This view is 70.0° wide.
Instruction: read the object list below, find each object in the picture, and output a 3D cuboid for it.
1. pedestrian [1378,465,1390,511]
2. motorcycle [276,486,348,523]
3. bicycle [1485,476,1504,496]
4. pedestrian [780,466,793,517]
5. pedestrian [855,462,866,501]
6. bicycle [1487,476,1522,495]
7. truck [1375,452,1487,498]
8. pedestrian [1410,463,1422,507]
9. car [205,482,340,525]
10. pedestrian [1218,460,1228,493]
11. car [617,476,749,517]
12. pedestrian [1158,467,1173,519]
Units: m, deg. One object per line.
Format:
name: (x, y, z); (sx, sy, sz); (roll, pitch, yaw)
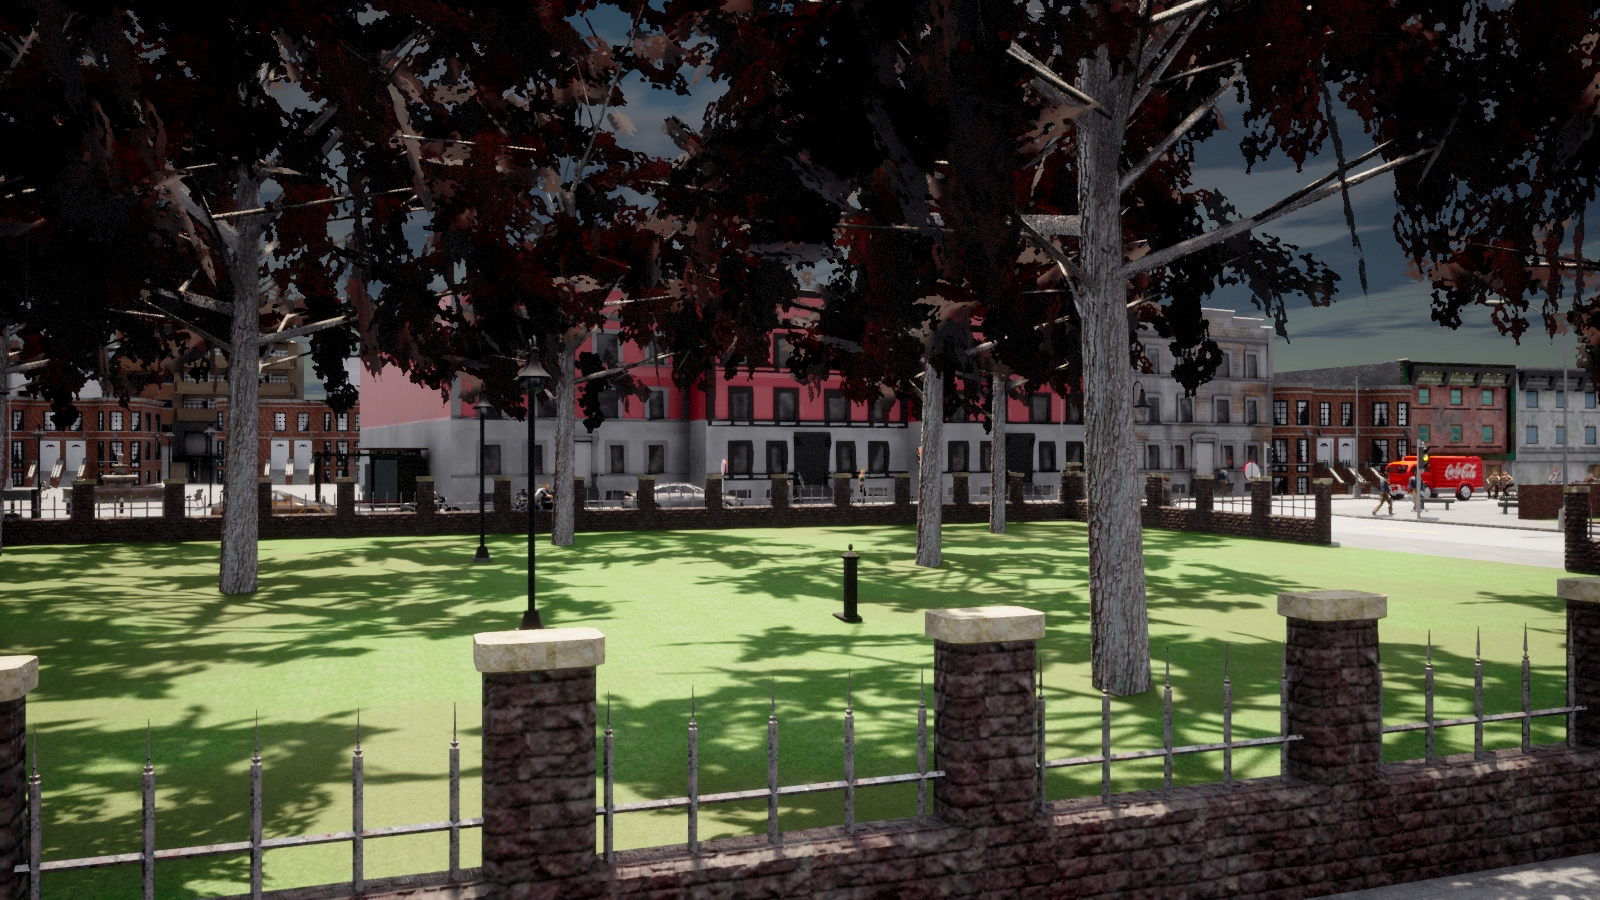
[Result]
pedestrian: (23.561, 1.518, 46.078); (0.375, 1.860, 0.375); (0, 0, 34)
motorcycle: (-17.611, 1.950, 41.298); (2.356, 1.277, 0.764); (0, 0, -19)
bicycle: (39.299, 2.036, 64.656); (0.859, 1.080, 1.487); (0, 0, 35)
pedestrian: (-0.492, 1.525, 42.080); (0.375, 1.860, 0.375); (0, 0, -18)
pedestrian: (2.904, 1.524, 54.924); (0.375, 1.860, 0.375); (0, 0, 28)
bicycle: (40.458, 2.036, 65.608); (1.487, 1.080, 0.859); (0, 0, 1)
truck: (35.004, 1.348, 63.458); (5.204, 2.467, 2.627); (0, 0, -19)
pedestrian: (26.773, 1.517, 49.660); (0.375, 1.860, 0.375); (0, 0, 14)
car: (-18.776, 1.899, 40.895); (4.181, 1.385, 1.994); (0, 0, -18)
pedestrian: (24.069, 1.523, 65.022); (0.375, 1.860, 0.375); (0, 0, -19)
car: (-4.677, 1.827, 45.707); (4.902, 1.511, 2.128); (0, 0, -19)
pedestrian: (13.080, 1.525, 40.874); (0.375, 1.860, 0.375); (0, 0, -20)
